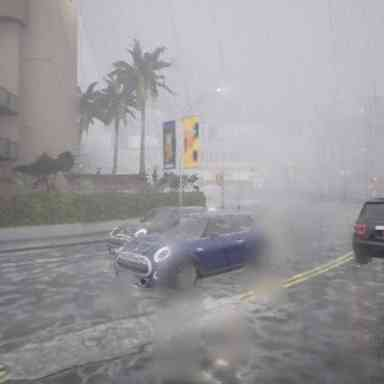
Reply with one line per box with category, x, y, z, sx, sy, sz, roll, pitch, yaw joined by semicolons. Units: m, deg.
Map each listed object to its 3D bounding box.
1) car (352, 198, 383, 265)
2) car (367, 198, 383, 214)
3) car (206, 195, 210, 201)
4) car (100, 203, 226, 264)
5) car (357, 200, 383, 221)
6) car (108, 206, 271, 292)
car;6.950;1.200;10.785;2.150;2.045;5.566;0;0;41
car;20.206;1.432;34.339;2.128;1.511;4.902;0;0;6
car;3.492;1.618;85.688;2.097;1.535;5.008;0;0;-5
car;-0.947;1.384;12.828;2.097;1.767;4.553;-1;0;44
car;15.599;1.449;28.014;2.128;1.511;4.902;0;0;15
car;0.199;1.370;9.162;4.553;1.767;2.097;0;0;-43
